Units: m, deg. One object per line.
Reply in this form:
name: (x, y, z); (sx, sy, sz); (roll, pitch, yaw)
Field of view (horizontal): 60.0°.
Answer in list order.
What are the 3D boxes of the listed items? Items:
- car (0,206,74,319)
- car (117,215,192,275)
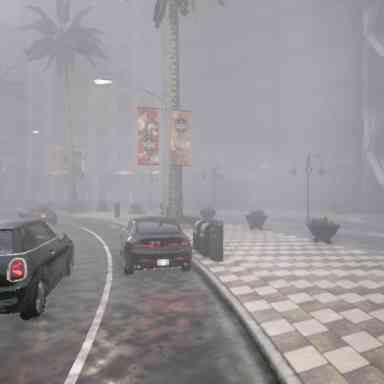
car: (-4.023, 1.363, 7.384); (2.097, 1.767, 4.553); (0, 0, -10)
car: (-1.314, 1.514, 10.671); (1.837, 1.490, 4.892); (0, 0, -14)
